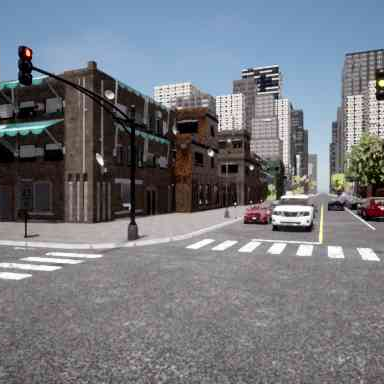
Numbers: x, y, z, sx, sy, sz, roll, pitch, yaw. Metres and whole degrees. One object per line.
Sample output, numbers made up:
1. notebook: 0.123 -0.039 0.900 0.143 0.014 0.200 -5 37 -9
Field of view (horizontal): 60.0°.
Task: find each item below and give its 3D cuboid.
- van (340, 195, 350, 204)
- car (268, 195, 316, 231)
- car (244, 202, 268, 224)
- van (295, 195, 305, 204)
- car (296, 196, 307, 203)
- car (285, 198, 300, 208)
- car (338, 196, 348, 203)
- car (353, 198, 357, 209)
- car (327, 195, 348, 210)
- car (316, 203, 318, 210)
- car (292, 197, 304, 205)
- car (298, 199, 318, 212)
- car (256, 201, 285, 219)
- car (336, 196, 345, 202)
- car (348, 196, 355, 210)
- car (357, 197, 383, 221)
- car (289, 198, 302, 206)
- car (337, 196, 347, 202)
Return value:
1. van: 31.189 1.418 67.982 1.690 1.788 3.998 0 0 22
2. car: 6.499 1.230 21.103 2.150 2.045 5.566 0 0 22
3. car: 5.074 1.554 24.828 1.887 1.381 4.507 0 0 22
4. van: 21.367 1.407 65.914 1.690 1.788 3.998 0 0 22
5. car: 23.393 1.628 71.055 2.008 1.369 4.403 0 0 22
6. car: 15.287 1.620 50.494 1.802 1.307 4.206 0 0 22
7. car: 33.278 1.615 73.280 1.752 1.417 4.829 0 0 22
8. car: 17.004 1.585 32.000 1.947 1.339 4.313 0 0 22
9. car: 18.656 1.523 43.253 2.128 1.511 4.902 0 0 22
10. car: 10.203 1.580 30.447 1.994 1.385 4.181 0 0 22
11. car: 19.277 1.581 60.615 1.752 1.417 4.829 0 0 22
12. car: 14.055 1.573 40.035 2.033 1.411 5.357 0 0 22
13. car: 7.181 1.580 29.932 1.947 1.339 4.313 0 0 22
14. car: 37.269 1.679 83.403 1.947 1.339 4.313 0 0 22
15. car: 21.057 1.597 42.280 1.947 1.339 4.313 0 0 22
16. car: 14.978 1.329 26.859 2.192 1.841 5.009 0 0 22
17. car: 17.313 1.629 55.633 1.802 1.307 4.206 0 0 22
18. car: 35.242 1.683 78.261 1.802 1.307 4.206 0 0 22
